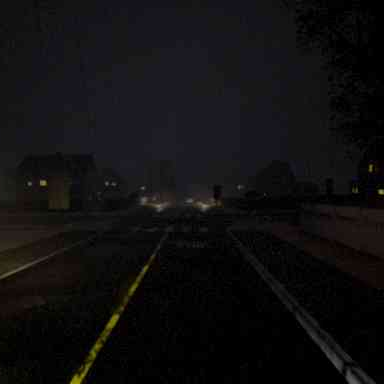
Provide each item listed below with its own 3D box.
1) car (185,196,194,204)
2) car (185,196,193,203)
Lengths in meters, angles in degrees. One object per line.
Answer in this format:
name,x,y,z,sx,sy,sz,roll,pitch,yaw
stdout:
car,-0.533,1.857,70.228,1.812,1.442,4.674,0,-1,-1
car,-0.693,1.761,80.254,1.882,1.535,5.008,0,-1,-2
